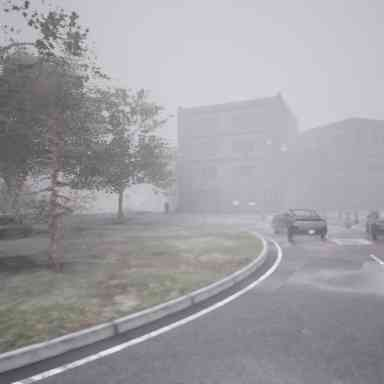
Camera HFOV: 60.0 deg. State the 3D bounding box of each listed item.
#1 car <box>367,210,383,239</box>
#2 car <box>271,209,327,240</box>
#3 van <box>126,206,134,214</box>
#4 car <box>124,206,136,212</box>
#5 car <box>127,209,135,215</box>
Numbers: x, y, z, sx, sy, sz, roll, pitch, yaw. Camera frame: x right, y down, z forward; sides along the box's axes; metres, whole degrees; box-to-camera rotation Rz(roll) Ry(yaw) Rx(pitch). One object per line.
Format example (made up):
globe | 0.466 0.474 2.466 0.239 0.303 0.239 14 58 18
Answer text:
car | 10.370 1.653 17.523 1.812 1.442 4.674 -1 -1 24
car | 5.617 1.657 17.909 2.128 1.511 4.902 0 -1 1
van | -14.747 4.287 79.070 1.878 1.987 4.442 0 -4 -9
car | -12.941 3.753 68.120 2.002 1.452 4.674 1 -4 -9
car | -16.498 5.340 89.812 2.002 1.452 4.674 0 -4 -9
